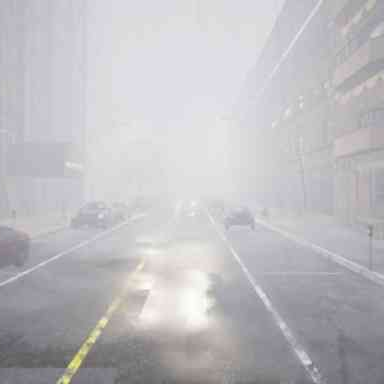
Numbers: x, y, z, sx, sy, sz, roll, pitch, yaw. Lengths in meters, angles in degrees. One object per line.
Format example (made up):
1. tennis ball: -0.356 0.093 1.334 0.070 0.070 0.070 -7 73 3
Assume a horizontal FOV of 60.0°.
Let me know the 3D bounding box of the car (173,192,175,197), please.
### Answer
1. car: -5.748 0.881 81.898 1.752 1.417 4.829 1 0 0

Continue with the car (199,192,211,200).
1. car: 2.655 1.135 53.757 2.008 1.369 4.403 1 0 0

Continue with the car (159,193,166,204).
1. car: -5.725 1.129 53.786 1.887 1.381 4.507 1 0 0

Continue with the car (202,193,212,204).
1. car: 2.665 1.225 42.445 2.008 1.369 4.403 1 0 0

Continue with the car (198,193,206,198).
1. car: 2.594 0.890 87.694 1.802 1.307 4.206 1 0 0

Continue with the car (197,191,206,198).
1. car: 2.593 0.577 93.347 2.192 1.841 5.009 1 0 0

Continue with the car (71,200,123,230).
1. car: -5.695 1.291 19.846 1.967 1.590 4.097 1 0 0

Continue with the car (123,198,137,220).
1. car: -5.702 1.390 25.503 1.802 1.307 4.206 1 0 0

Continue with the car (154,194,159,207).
1. car: -5.715 1.240 42.474 1.947 1.339 4.313 1 0 0

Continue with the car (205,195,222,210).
1. car: 2.669 1.301 36.789 1.802 1.307 4.206 1 0 0

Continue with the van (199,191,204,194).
1. van: 2.654 0.881 59.411 1.690 1.788 3.998 1 0 0

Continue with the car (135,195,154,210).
1. car: -5.709 1.159 36.817 1.967 1.590 4.097 1 0 0

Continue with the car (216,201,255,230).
1. car: 2.683 1.434 19.819 1.802 1.307 4.206 1 0 0

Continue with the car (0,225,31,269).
1. car: -5.688 1.518 8.535 1.802 1.307 4.206 1 0 0

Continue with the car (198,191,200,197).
1. car: 2.647 1.014 70.725 1.947 1.339 4.313 1 0 0

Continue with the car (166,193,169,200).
1. car: -5.730 1.090 59.442 2.008 1.369 4.403 1 0 0

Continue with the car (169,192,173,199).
1. car: -5.739 0.998 70.756 2.008 1.369 4.403 1 0 0
